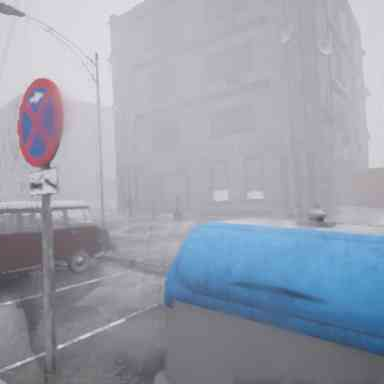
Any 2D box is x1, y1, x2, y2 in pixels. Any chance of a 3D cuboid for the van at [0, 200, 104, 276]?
[{"bbox_3d":[-4.307,1.222,8.533,1.878,1.987,4.442,0,0,35],"label":"van"}]
